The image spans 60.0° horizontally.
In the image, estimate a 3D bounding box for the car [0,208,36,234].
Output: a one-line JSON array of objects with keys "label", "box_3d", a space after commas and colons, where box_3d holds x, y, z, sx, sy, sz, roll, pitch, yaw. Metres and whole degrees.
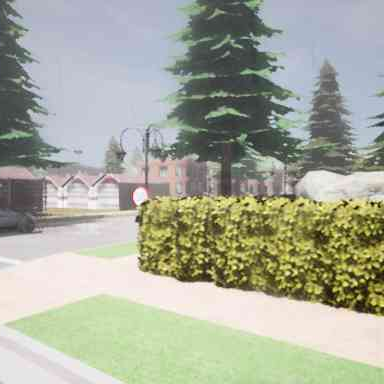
[{"label": "car", "box_3d": [-10.141, 1.521, 16.692, 1.994, 1.385, 4.181, 0, 0, 35]}]
